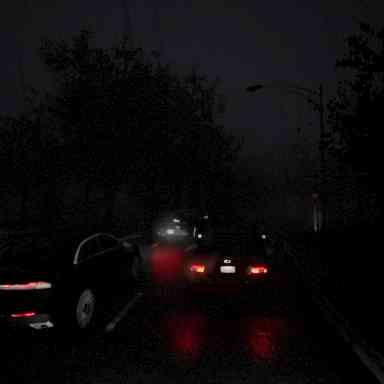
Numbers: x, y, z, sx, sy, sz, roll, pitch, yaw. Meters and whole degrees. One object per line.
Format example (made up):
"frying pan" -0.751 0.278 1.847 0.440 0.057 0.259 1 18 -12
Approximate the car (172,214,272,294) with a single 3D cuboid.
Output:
"car" 1.038 1.546 8.938 2.033 1.411 5.357 -1 0 8

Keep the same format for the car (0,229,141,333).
"car" -2.461 1.512 6.887 2.128 1.511 4.902 0 0 7

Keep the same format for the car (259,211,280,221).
"car" 11.979 3.818 53.465 1.882 1.535 5.008 2 -4 -25

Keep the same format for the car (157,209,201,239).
"car" -0.345 1.654 17.696 1.837 1.490 4.892 -1 -2 15
